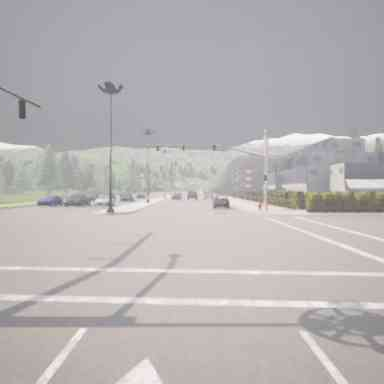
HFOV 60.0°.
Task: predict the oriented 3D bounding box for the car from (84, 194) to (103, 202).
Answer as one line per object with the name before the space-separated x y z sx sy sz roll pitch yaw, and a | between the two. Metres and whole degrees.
car | -18.463 1.108 62.707 2.033 1.411 5.357 0 0 0

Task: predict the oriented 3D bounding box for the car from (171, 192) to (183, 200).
car | -3.404 1.032 71.415 2.033 1.411 5.357 0 0 0

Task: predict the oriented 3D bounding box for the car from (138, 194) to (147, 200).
car | -11.385 1.062 74.265 1.895 1.301 4.718 0 0 0

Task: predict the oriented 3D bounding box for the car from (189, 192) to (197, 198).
car | 0.165 0.752 81.692 1.882 1.535 5.008 0 0 0

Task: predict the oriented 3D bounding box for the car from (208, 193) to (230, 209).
car | 3.507 1.209 40.423 2.128 1.511 4.902 0 0 0

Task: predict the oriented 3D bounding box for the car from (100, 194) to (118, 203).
car | -14.999 1.081 60.327 1.837 1.490 4.892 0 1 1

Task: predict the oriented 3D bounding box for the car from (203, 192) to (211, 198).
car | 3.665 0.775 81.671 1.837 1.490 4.892 0 0 0

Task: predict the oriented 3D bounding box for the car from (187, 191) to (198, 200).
car | 0.093 0.720 71.003 2.150 2.045 5.566 0 0 0

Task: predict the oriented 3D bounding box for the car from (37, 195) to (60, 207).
car | -18.569 1.171 43.766 1.882 1.535 5.008 0 1 0

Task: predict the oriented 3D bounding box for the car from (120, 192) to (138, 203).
car | -11.516 1.149 59.156 1.994 1.385 4.181 0 0 1

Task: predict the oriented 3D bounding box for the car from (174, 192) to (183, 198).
car | -3.335 0.814 81.714 2.033 1.411 5.357 0 0 0

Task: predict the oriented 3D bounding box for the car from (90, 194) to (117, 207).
car | -11.572 1.218 43.873 1.812 1.442 4.674 0 0 0

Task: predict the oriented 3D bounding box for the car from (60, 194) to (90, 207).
car | -15.071 1.046 43.596 2.097 1.767 4.553 0 0 0

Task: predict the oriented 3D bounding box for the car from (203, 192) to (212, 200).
car | 3.597 0.843 71.640 2.097 1.767 4.553 0 0 0
